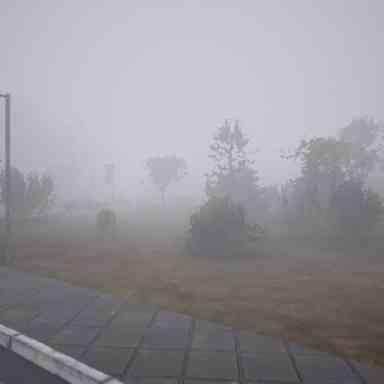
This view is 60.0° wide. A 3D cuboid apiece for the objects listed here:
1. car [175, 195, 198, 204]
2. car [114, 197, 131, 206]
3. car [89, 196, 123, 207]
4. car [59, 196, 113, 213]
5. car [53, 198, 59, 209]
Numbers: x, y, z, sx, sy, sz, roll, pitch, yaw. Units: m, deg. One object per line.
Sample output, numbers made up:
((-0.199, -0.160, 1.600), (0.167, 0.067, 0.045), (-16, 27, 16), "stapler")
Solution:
((-0.893, 1.254, 56.275), (2.128, 1.511, 4.902), (0, 1, 38), "car")
((-11.215, 1.529, 49.217), (1.895, 1.301, 4.718), (0, 1, 39), "car")
((-13.413, 1.397, 52.063), (1.882, 1.535, 5.008), (0, 1, 39), "car")
((-11.721, 1.483, 37.122), (2.128, 1.511, 4.902), (0, 0, 39), "car")
((-17.685, 1.484, 41.197), (2.128, 1.511, 4.902), (0, 0, 39), "car")
